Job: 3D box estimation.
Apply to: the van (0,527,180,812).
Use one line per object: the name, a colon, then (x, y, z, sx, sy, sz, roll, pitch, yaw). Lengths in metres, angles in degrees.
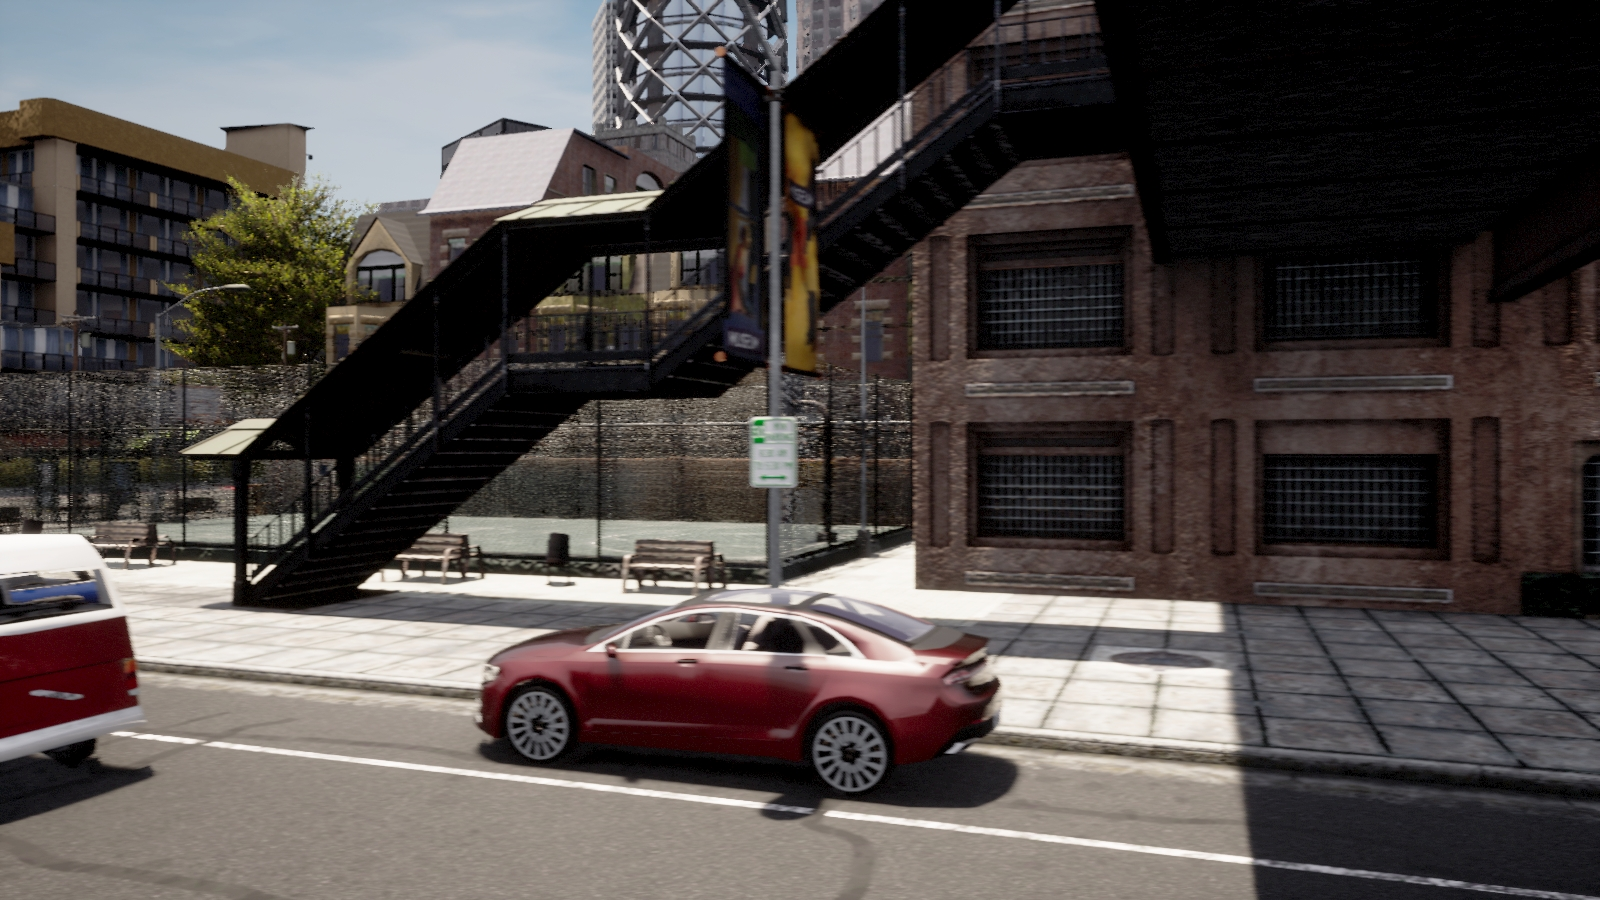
van: (-7.958, 1.769, 9.874, 4.480, 2.038, 2.069, -2, -1, 20)
